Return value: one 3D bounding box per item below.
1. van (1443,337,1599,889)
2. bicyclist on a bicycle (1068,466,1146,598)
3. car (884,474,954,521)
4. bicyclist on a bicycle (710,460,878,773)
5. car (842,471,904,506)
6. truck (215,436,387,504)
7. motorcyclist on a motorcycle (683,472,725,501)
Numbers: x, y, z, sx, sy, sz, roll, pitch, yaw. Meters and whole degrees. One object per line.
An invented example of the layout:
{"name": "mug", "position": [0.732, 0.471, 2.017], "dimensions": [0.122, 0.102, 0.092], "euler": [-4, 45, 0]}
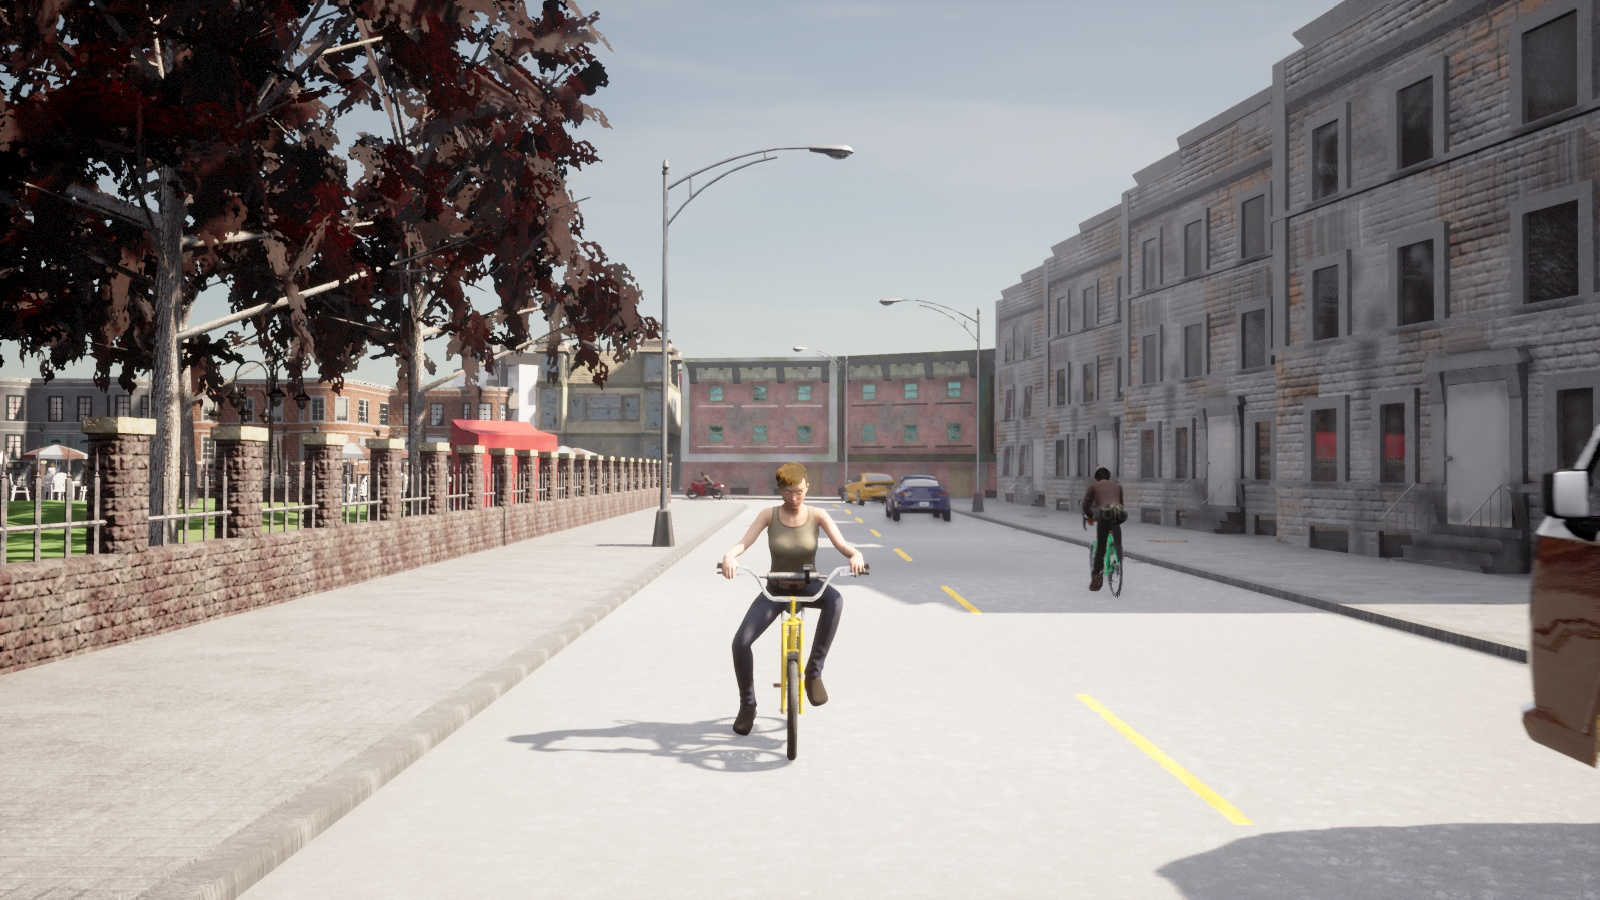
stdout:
{"name": "van", "position": [3.989, 0.581, 3.494], "dimensions": [2.069, 2.038, 4.480], "euler": [0, -1, 0]}
{"name": "bicyclist on a bicycle", "position": [3.947, 1.024, 16.262], "dimensions": [0.582, 1.620, 1.656], "euler": [0, -1, 0]}
{"name": "car", "position": [3.847, 1.516, 41.235], "dimensions": [1.812, 1.442, 4.674], "euler": [0, -1, 0]}
{"name": "bicyclist on a bicycle", "position": [-0.034, 0.873, 7.262], "dimensions": [0.866, 1.612, 1.509], "euler": [0, -1, 0]}
{"name": "car", "position": [3.343, 1.761, 58.564], "dimensions": [1.882, 1.535, 5.008], "euler": [0, -1, -9]}
{"name": "truck", "position": [-26.305, 1.051, 66.468], "dimensions": [7.936, 3.462, 2.891], "euler": [0, -1, 0]}
{"name": "motorcyclist on a motorcycle", "position": [-5.050, 1.928, 66.209], "dimensions": [2.044, 1.523, 0.797], "euler": [0, 0, 13]}
